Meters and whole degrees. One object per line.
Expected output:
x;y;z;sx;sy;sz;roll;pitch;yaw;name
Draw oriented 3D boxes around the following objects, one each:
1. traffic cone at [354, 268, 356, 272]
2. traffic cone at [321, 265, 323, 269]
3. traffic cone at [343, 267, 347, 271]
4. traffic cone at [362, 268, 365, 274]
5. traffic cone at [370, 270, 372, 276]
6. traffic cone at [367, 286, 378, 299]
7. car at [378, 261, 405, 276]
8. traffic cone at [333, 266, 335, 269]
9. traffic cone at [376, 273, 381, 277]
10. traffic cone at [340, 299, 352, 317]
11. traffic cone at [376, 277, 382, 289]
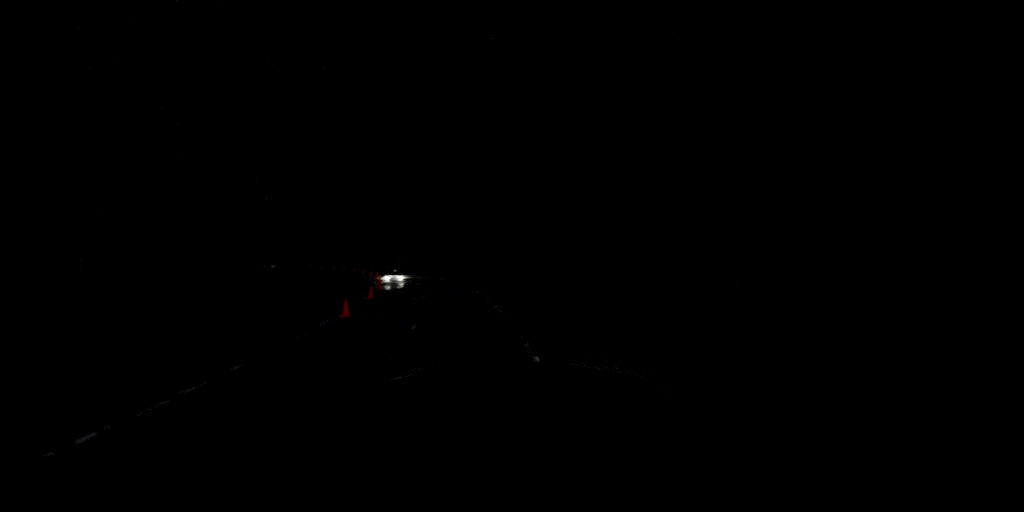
-18.821;1.618;42.933;0.340;0.580;0.340;0;0;-36;traffic cone
-28.440;1.580;53.792;0.340;0.580;0.340;0;0;43;traffic cone
-21.794;1.605;46.755;0.340;0.580;0.340;0;0;-40;traffic cone
-16.100;1.632;38.928;0.340;0.580;0.340;0;0;-32;traffic cone
-13.639;1.646;34.759;0.340;0.580;0.340;0;0;-29;traffic cone
-6.596;1.707;16.771;0.340;0.580;0.340;0;0;-14;traffic cone
-12.225;1.233;36.198;1.994;1.385;4.181;-1;0;-30;car
-25.004;1.591;50.380;0.340;0.580;0.340;0;0;-43;traffic cone
-9.541;1.674;25.990;0.340;0.580;0.340;0;0;-21;traffic cone
-5.571;1.726;12.039;0.340;0.580;0.340;0;0;-10;traffic cone
-7.922;1.690;21.427;0.340;0.580;0.340;0;0;-18;traffic cone
